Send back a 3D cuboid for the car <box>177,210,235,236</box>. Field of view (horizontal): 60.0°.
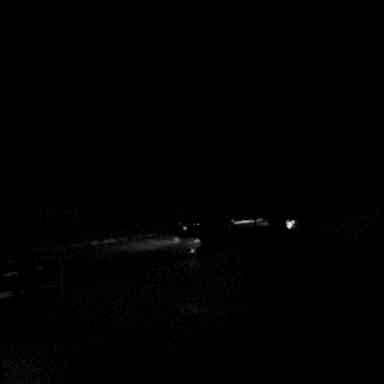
[{"bbox_3d":[1.005,1.921,21.748,2.128,1.511,4.902,0,-1,36],"label":"car"}]

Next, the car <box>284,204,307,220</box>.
[{"bbox_3d":[10.563,2.042,34.878,2.128,1.511,4.902,0,-1,36],"label":"car"}]
